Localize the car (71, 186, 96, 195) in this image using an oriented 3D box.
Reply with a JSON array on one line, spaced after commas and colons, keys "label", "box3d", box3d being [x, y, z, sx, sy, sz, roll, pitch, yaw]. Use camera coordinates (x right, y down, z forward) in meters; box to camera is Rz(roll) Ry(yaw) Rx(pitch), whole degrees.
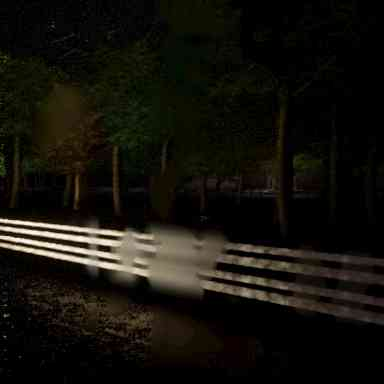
[{"label": "car", "box3d": [-18.947, -0.232, 57.591, 4.792, 1.488, 2.163, 0, 1, -3]}]
